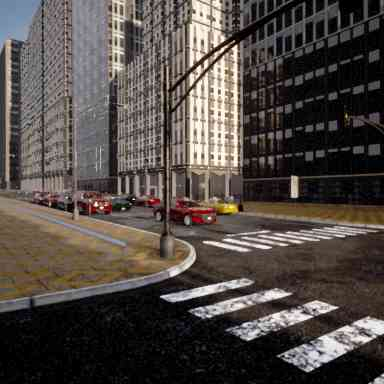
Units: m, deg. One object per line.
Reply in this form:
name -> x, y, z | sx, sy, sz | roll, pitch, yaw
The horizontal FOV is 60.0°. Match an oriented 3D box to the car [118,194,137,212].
car -> -7.131, 1.091, 29.992 | 1.895, 1.301, 4.718 | 0, 1, -36

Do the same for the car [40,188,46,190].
car -> -31.355, 0.104, 73.059 | 1.887, 1.381, 4.507 | 1, 0, -36

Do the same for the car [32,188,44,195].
car -> -37.974, -0.208, 82.140 | 1.967, 1.590, 4.097 | 1, 0, -36

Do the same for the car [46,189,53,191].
car -> -28.044, 0.214, 68.518 | 2.008, 1.369, 4.403 | 1, 0, -36

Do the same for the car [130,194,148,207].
car -> -4.867, 0.977, 36.734 | 1.802, 1.307, 4.206 | 1, 0, -36

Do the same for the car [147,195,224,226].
car -> -0.540, 1.177, 20.942 | 1.882, 1.535, 5.008 | 0, 1, -38

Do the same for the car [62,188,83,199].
car -> -21.416, 0.186, 59.435 | 2.192, 1.841, 5.009 | 1, 0, -36

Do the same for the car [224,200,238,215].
car -> 1.725, 1.127, 27.844 | 1.752, 1.417, 4.829 | 1, 0, -36

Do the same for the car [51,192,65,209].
car -> -11.632, 0.987, 31.790 | 1.947, 1.339, 4.313 | 1, 0, -36

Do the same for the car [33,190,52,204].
car -> -18.254, 0.793, 40.869 | 1.802, 1.307, 4.206 | 1, 0, -36

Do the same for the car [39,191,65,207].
car -> -14.942, 0.861, 36.329 | 1.887, 1.381, 4.507 | 1, 0, -36

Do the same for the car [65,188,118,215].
car -> -8.316, 0.841, 27.248 | 2.192, 1.841, 5.009 | 1, 0, -36

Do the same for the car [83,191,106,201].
car -> -14.800, 0.646, 50.356 | 1.947, 1.339, 4.313 | 1, 0, -36

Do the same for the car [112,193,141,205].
car -> -8.178, 0.856, 41.274 | 1.947, 1.339, 4.313 | 1, 0, -36

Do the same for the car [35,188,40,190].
car -> -34.664, -0.104, 77.599 | 1.967, 1.590, 4.097 | 1, 0, -36

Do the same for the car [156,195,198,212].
car -> -1.555, 1.066, 32.193 | 1.947, 1.339, 4.313 | 1, 0, -36
